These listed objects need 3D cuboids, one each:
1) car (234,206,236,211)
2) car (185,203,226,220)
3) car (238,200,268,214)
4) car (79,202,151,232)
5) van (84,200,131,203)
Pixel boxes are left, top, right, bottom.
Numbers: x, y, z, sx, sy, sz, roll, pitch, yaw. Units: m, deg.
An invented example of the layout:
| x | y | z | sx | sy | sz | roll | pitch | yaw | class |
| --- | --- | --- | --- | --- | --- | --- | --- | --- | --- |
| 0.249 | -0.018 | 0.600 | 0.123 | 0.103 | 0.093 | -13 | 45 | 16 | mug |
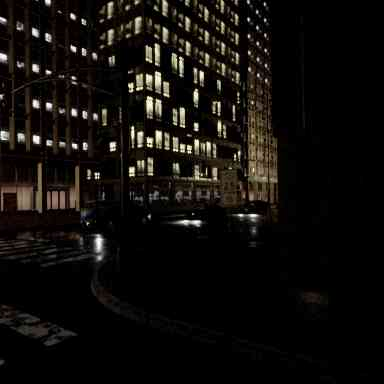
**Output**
| x | y | z | sx | sy | sz | roll | pitch | yaw | class |
| --- | --- | --- | --- | --- | --- | --- | --- | --- | --- |
| 6.891 | 1.689 | 41.374 | 1.752 | 1.417 | 4.829 | -2 | -1 | 36 | car |
| 1.236 | 1.649 | 29.051 | 1.994 | 1.385 | 4.181 | -1 | -1 | 36 | car |
| 7.132 | 1.631 | 37.240 | 1.812 | 1.442 | 4.674 | -1 | -1 | 36 | car |
| -4.623 | 1.571 | 20.946 | 1.837 | 1.490 | 4.892 | -1 | -1 | 33 | car |
| -5.966 | 1.460 | 23.481 | 1.690 | 1.788 | 3.998 | -2 | -1 | 36 | van |
